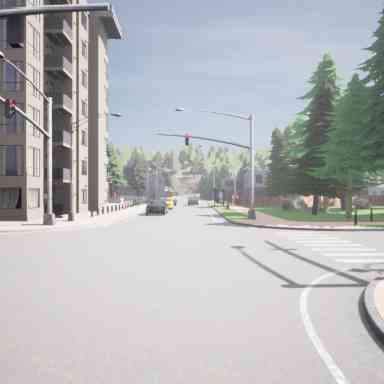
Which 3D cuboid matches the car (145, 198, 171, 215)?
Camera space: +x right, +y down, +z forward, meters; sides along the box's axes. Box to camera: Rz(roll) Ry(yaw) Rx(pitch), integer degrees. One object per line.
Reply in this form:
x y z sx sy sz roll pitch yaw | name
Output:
-3.489 1.478 33.508 1.882 1.535 5.008 0 0 0 | car

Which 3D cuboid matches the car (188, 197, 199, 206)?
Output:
0.185 1.547 55.689 2.033 1.411 5.357 0 0 0 | car

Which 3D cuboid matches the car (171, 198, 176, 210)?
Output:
-3.447 1.478 43.469 1.882 1.535 5.008 0 0 0 | car
